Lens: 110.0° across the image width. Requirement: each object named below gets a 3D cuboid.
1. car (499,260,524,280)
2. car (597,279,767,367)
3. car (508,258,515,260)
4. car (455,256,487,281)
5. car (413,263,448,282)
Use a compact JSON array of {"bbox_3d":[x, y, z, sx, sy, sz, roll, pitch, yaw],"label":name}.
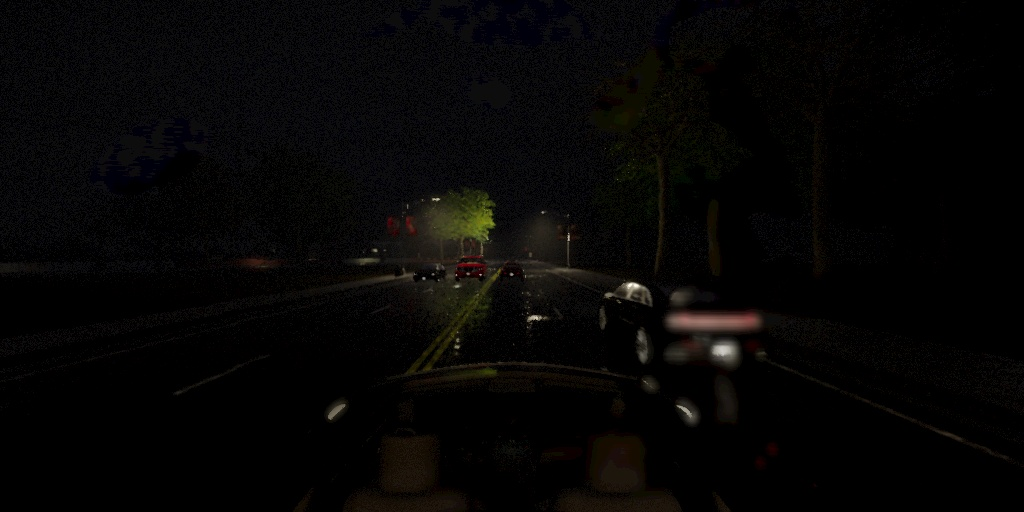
[{"bbox_3d":[-0.025,1.265,30.480,1.812,1.442,4.674,0,0,0],"label":"car"},{"bbox_3d":[3.245,1.240,7.905,2.128,1.511,4.902,0,0,0],"label":"car"},{"bbox_3d":[0.067,1.228,49.435,1.837,1.490,4.892,0,0,0],"label":"car"},{"bbox_3d":[-3.270,0.983,29.496,2.150,2.045,5.566,0,0,0],"label":"car"},{"bbox_3d":[-6.522,1.287,29.215,2.033,1.411,5.357,0,0,0],"label":"car"}]
